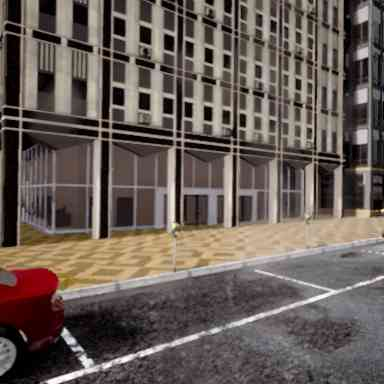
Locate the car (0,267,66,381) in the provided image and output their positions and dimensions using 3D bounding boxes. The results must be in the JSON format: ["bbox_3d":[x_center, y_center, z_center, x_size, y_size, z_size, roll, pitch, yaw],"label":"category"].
[{"bbox_3d":[-3.854,1.549,3.793,4.507,1.381,1.887,0,1,-36],"label":"car"}]
